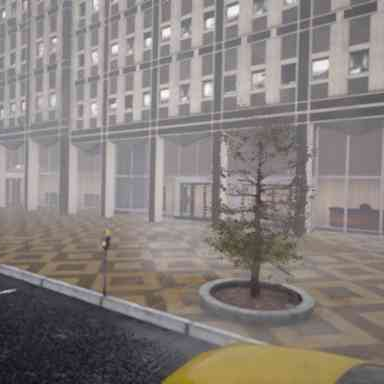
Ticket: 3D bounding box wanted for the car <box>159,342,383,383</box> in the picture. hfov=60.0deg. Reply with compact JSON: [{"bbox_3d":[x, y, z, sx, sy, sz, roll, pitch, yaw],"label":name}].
[{"bbox_3d":[1.764,1.539,1.613,4.829,1.417,1.752,1,1,35],"label":"car"}]
